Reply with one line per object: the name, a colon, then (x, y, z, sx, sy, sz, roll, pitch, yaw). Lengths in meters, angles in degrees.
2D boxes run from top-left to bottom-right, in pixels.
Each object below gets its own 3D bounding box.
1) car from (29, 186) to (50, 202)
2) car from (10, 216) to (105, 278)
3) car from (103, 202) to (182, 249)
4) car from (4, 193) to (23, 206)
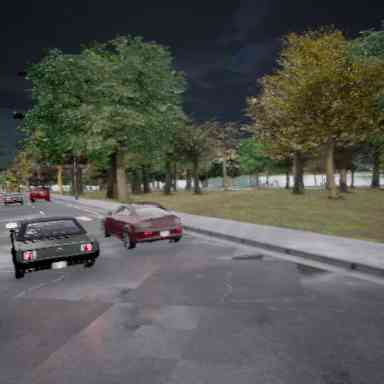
car: (-20.787, 0.255, 45.413, 2.150, 2.045, 5.566, -4, 3, -29)
car: (-4.167, 1.366, 9.600, 1.895, 1.301, 4.718, -4, 3, -29)
car: (-1.997, 1.085, 12.341, 1.812, 1.442, 4.674, -4, 3, -29)
car: (-21.323, 0.826, 39.822, 2.033, 1.411, 5.357, -4, 3, -29)
